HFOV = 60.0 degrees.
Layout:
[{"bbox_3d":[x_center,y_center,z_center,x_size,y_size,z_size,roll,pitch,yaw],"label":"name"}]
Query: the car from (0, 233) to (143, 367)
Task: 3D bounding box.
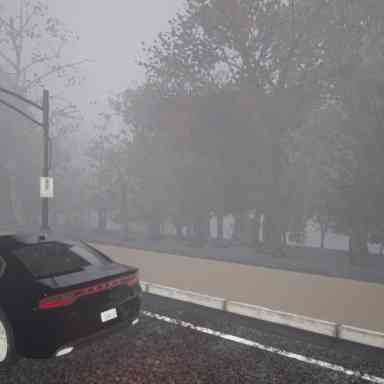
[{"bbox_3d":[-3.086,1.477,5.881,5.008,1.535,1.882,0,0,37],"label":"car"}]
